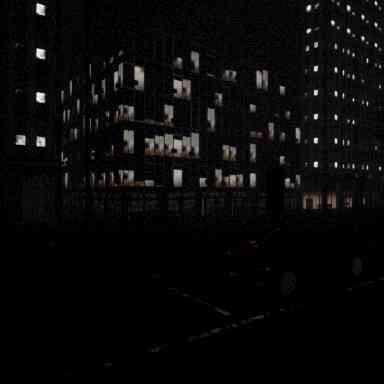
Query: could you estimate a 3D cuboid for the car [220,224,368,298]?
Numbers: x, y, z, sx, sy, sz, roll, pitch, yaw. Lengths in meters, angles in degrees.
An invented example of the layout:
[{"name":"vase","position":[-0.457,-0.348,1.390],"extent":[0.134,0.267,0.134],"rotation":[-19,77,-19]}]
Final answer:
[{"name":"car","position":[2.728,1.545,8.507],"extent":[4.507,1.381,1.887],"rotation":[0,0,-36]}]
